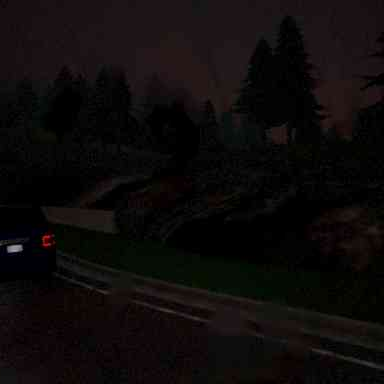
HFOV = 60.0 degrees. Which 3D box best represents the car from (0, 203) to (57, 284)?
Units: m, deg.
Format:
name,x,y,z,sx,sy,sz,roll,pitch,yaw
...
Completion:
name,x,y,z,sx,sy,sz,roll,pitch,yaw
car,-5.613,1.329,9.066,2.150,2.045,5.566,-1,0,-43
